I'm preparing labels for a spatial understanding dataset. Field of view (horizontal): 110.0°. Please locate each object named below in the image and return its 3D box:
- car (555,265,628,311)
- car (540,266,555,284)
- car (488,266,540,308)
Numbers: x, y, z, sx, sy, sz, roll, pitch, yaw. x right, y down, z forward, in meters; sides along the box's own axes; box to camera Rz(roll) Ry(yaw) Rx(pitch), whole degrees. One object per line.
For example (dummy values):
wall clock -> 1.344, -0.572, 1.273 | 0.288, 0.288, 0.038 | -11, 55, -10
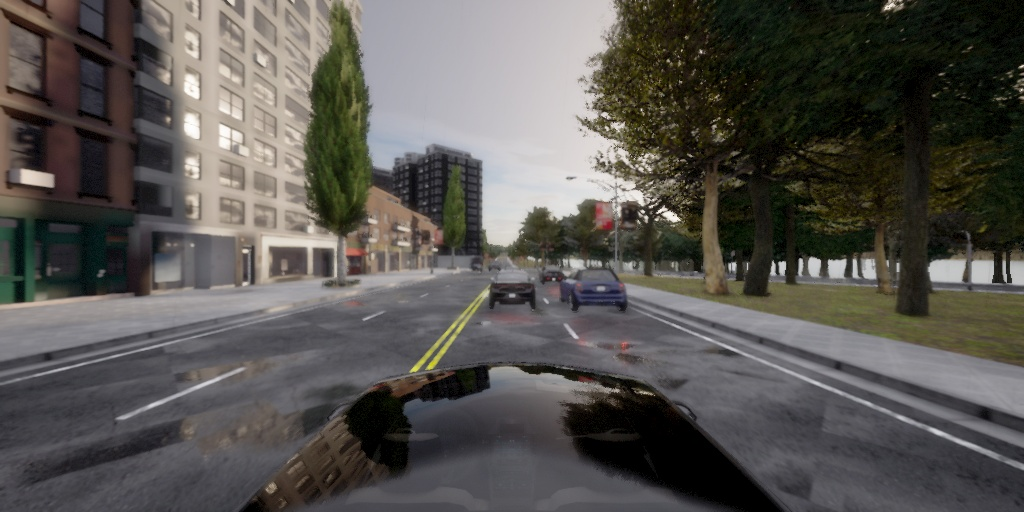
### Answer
car -> 3.280, 1.240, 15.259 | 2.097, 1.767, 4.553 | 0, -1, 0
car -> 3.290, 1.572, 30.356 | 1.837, 1.490, 4.892 | 0, 0, 1
car -> 0.039, 1.375, 16.090 | 1.882, 1.535, 5.008 | 0, 0, 1
